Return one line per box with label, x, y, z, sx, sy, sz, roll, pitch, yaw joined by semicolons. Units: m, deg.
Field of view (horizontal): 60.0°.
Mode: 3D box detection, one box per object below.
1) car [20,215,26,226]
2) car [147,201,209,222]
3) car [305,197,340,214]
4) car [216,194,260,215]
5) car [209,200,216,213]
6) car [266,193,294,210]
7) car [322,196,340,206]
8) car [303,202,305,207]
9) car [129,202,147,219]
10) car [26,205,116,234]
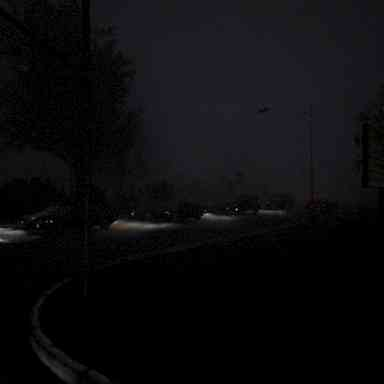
car;-9.236;1.643;22.842;1.812;1.442;4.674;0;0;40
car;-1.034;1.565;27.506;1.882;1.535;5.008;0;0;39
car;14.032;1.481;35.132;2.128;1.511;4.902;0;0;37
car;5.260;1.276;35.510;2.150;2.045;5.566;0;0;38
car;2.932;1.619;38.207;2.033;1.411;5.357;0;0;38
car;11.739;1.217;44.059;2.150;2.045;5.566;0;0;36
car;22.399;1.446;53.352;1.994;1.385;4.181;0;0;32
car;16.474;1.555;44.448;1.895;1.301;4.718;0;0;35
car;-3.503;1.598;30.025;2.128;1.511;4.902;0;0;38
car;-6.923;1.589;20.134;2.128;1.511;4.902;0;0;39
